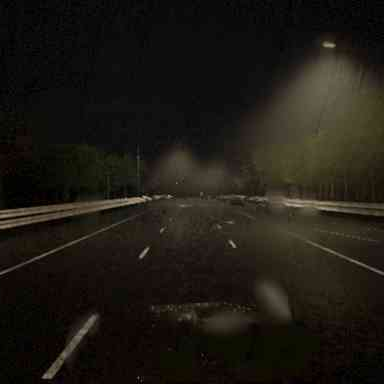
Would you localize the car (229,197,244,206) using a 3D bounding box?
[{"bbox_3d":[7.011,1.516,52.965,2.033,1.411,5.357,0,0,0],"label":"car"}]

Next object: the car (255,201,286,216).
[{"bbox_3d":[7.495,1.552,32.015,1.994,1.385,4.181,0,0,-5],"label":"car"}]

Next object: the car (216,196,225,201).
[{"bbox_3d":[7.080,1.601,83.330,1.994,1.385,4.181,0,0,0],"label":"car"}]
